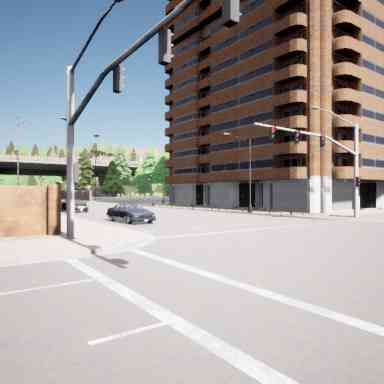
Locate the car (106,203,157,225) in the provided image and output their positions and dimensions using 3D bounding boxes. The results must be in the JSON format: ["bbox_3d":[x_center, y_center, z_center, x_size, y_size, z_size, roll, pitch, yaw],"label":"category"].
[{"bbox_3d":[-4.673,1.547,24.821,2.033,1.411,5.357,0,0,-36],"label":"car"}]

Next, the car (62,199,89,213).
[{"bbox_3d":[-12.665,1.489,35.938,2.128,1.511,4.902,0,0,-36],"label":"car"}]
